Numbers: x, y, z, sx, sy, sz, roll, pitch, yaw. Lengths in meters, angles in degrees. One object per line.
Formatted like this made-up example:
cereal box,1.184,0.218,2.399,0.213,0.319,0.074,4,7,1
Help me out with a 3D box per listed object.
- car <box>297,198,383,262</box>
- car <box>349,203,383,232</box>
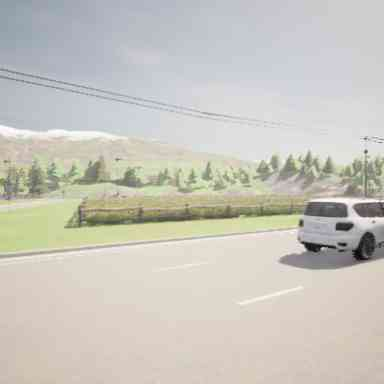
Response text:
car,6.347,1.252,12.574,5.566,2.045,2.150,0,0,-35
car,12.340,1.544,21.147,4.902,1.511,2.128,0,0,-35
